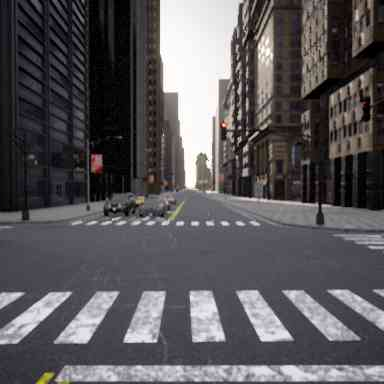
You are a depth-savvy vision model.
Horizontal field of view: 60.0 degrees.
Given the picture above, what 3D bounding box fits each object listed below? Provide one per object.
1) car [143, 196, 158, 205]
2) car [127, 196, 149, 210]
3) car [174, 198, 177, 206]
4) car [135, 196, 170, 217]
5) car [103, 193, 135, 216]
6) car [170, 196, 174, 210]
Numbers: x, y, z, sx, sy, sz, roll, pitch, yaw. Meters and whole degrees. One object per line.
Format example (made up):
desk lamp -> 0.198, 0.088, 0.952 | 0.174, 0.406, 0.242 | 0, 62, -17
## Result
car -> -6.622, 1.345, 53.502 | 1.994, 1.385, 4.181 | 0, 0, 0
car -> -6.620, 1.315, 41.068 | 1.882, 1.535, 5.008 | 0, 0, 0
car -> -3.375, 1.357, 50.784 | 1.994, 1.385, 4.181 | 0, 0, 0
car -> -3.368, 1.242, 29.457 | 2.097, 1.767, 4.553 | 0, 0, 0
car -> -6.621, 1.104, 31.063 | 2.150, 2.045, 5.566 | 0, 0, 0
car -> -3.377, 1.376, 38.438 | 1.812, 1.442, 4.674 | 0, 0, 0
